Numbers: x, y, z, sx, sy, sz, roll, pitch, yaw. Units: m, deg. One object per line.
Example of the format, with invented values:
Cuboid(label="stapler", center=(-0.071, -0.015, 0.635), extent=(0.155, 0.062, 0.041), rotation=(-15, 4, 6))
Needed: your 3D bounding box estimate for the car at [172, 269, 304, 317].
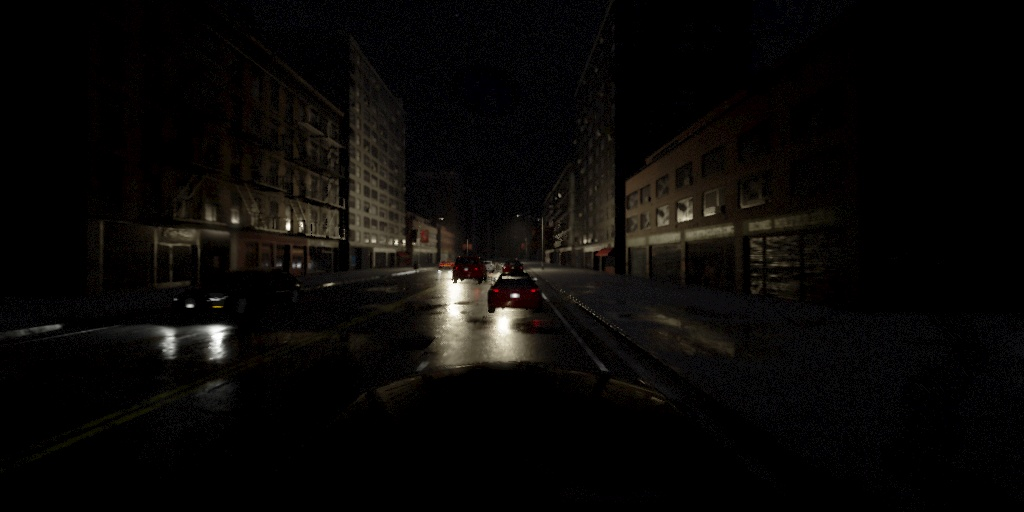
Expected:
Cuboid(label="car", center=(-9.814, 1.277, 13.366), extent=(1.837, 1.490, 4.892), rotation=(0, 0, 0))

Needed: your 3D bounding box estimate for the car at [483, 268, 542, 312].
Cuboid(label="car", center=(0.103, 1.338, 14.359), extent=(1.994, 1.385, 4.181), rotation=(0, 0, 0))

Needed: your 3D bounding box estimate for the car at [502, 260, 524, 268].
Cuboid(label="car", center=(0.097, 1.168, 36.402), extent=(2.097, 1.767, 4.553), rotation=(0, 0, 0))

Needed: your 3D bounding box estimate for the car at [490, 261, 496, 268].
Cuboid(label="car", center=(-3.150, 1.362, 46.395), extent=(1.812, 1.442, 4.674), rotation=(0, 0, 0))

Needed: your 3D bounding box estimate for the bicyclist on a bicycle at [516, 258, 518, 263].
Cuboid(label="bicyclist on a bicycle", center=(0.906, 1.246, 65.479), extent=(0.659, 1.776, 1.843), rotation=(0, 0, 0))

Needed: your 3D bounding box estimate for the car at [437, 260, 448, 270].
Cuboid(label="car", center=(-9.807, 1.377, 53.907), extent=(1.812, 1.442, 4.674), rotation=(0, 0, 0))

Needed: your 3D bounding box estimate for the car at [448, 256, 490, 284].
Cuboid(label="car", center=(-3.187, 1.023, 27.708), extent=(2.150, 2.045, 5.566), rotation=(0, 0, 0))
